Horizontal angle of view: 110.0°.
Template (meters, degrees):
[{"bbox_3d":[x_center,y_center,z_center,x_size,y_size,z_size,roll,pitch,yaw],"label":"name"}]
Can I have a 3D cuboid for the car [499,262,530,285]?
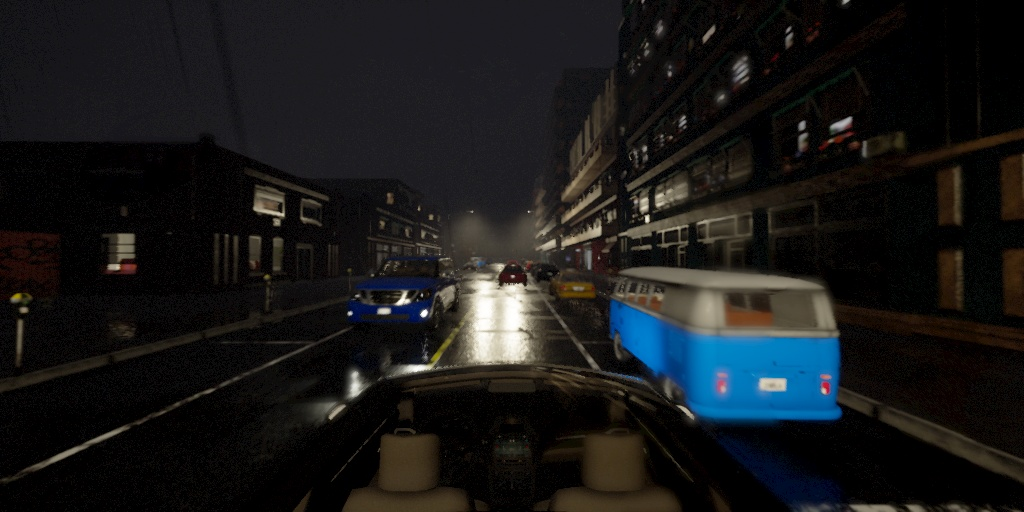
[{"bbox_3d":[0.075,1.332,25.940,1.994,1.385,4.181,0,0,0],"label":"car"}]

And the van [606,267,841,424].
[{"bbox_3d":[2.694,1.095,5.562,1.690,1.789,3.998,0,0,0],"label":"van"}]

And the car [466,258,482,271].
[{"bbox_3d":[-5.674,1.336,50.169,1.948,1.339,4.313,0,0,0],"label":"car"}]

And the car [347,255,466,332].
[{"bbox_3d":[-3.020,0.984,11.297,2.150,2.045,5.566,0,-1,0],"label":"car"}]

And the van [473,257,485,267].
[{"bbox_3d":[-5.672,1.111,55.750,1.690,1.789,3.998,0,0,0],"label":"van"}]

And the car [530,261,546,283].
[{"bbox_3d":[2.701,1.334,27.885,1.948,1.339,4.313,0,0,0],"label":"car"}]

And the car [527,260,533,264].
[{"bbox_3d":[2.702,1.335,33.466,1.948,1.339,4.313,0,0,0],"label":"car"}]

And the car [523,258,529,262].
[{"bbox_3d":[2.706,1.315,44.628,1.888,1.381,4.507,0,0,0],"label":"car"}]

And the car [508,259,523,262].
[{"bbox_3d":[0.110,1.296,46.677,1.812,1.442,4.674,0,0,0],"label":"car"}]

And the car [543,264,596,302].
[{"bbox_3d":[2.697,1.288,16.893,1.751,1.417,4.829,0,0,0],"label":"car"}]
